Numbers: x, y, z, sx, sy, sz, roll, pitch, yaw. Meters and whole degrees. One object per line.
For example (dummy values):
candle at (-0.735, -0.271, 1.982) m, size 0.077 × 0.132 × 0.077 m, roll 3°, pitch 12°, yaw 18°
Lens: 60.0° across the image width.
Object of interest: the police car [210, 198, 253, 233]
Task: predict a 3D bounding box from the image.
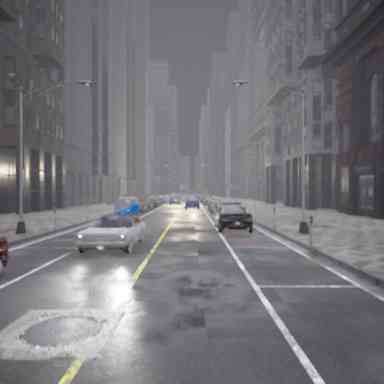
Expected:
police car at (2.367, 1.424, 19.826) m, size 1.930 × 1.638 × 5.238 m, roll 0°, pitch 0°, yaw 0°

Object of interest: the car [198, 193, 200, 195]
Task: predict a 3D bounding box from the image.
car at (2.762, 1.319, 63.492) m, size 2.192 × 1.841 × 5.009 m, roll 0°, pitch 0°, yaw 0°

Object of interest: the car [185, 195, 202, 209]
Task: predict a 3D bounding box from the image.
car at (0.066, 1.479, 44.419) m, size 1.882 × 1.535 × 5.008 m, roll 0°, pitch -1°, yaw 0°

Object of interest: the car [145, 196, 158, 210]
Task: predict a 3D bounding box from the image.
car at (-5.763, 1.567, 40.936) m, size 1.947 × 1.339 × 4.313 m, roll 0°, pitch 0°, yaw 0°

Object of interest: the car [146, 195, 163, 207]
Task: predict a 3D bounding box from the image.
car at (-5.764, 1.317, 46.572) m, size 2.192 × 1.841 × 5.009 m, roll 0°, pitch 0°, yaw 0°

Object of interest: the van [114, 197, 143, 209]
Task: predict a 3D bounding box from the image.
van at (-5.764, 1.341, 29.663) m, size 1.690 × 1.788 × 3.998 m, roll 0°, pitch 0°, yaw 0°

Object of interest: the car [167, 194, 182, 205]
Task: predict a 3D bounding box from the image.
car at (-2.997, 1.571, 59.004) m, size 2.033 × 1.411 × 5.357 m, roll 0°, pitch 0°, yaw 0°

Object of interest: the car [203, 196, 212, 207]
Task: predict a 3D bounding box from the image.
car at (2.762, 1.552, 40.947) m, size 2.008 × 1.369 × 4.403 m, roll 0°, pitch 0°, yaw 0°

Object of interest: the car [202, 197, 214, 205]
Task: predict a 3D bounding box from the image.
car at (2.763, 1.569, 57.855) m, size 1.947 × 1.339 × 4.313 m, roll 0°, pitch 0°, yaw 0°

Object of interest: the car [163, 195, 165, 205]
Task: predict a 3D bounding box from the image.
car at (-5.763, 1.547, 52.210) m, size 1.887 × 1.381 × 4.507 m, roll 0°, pitch 0°, yaw 0°

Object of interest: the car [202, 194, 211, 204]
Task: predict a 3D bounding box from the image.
car at (2.762, 1.442, 52.219) m, size 1.967 × 1.590 × 4.097 m, roll 0°, pitch 0°, yaw 0°

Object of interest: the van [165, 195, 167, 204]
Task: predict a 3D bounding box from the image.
van at (-5.763, 1.344, 57.847) m, size 1.690 × 1.788 × 3.998 m, roll 0°, pitch 0°, yaw 0°

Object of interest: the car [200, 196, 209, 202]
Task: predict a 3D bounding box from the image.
car at (2.764, 1.571, 74.765) m, size 1.947 × 1.339 × 4.313 m, roll 0°, pitch 0°, yaw 0°

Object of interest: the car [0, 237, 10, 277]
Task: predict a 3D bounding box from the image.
car at (-5.764, 1.544, 7.116) m, size 1.887 × 1.381 × 4.507 m, roll 0°, pitch 0°, yaw 0°

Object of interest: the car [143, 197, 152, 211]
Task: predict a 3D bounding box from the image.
car at (-5.763, 1.566, 35.299) m, size 1.947 × 1.339 × 4.313 m, roll 0°, pitch 0°, yaw 0°

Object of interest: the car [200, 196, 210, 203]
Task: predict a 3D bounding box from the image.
car at (2.763, 1.549, 69.128) m, size 1.887 × 1.381 × 4.507 m, roll 0°, pitch 0°, yaw 0°

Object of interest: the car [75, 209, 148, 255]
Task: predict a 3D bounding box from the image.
car at (-3.101, 1.599, 13.501) m, size 1.895 × 1.301 × 4.718 m, roll 0°, pitch 0°, yaw 0°

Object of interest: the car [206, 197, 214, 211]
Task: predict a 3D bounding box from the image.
car at (2.762, 1.526, 35.480) m, size 1.752 × 1.417 × 4.829 m, roll 0°, pitch 0°, yaw 0°
